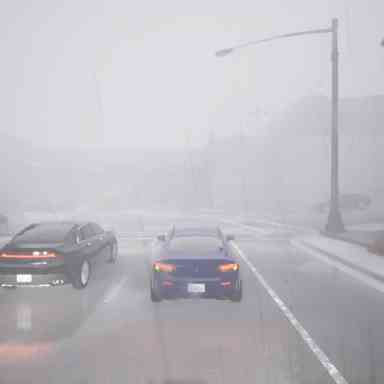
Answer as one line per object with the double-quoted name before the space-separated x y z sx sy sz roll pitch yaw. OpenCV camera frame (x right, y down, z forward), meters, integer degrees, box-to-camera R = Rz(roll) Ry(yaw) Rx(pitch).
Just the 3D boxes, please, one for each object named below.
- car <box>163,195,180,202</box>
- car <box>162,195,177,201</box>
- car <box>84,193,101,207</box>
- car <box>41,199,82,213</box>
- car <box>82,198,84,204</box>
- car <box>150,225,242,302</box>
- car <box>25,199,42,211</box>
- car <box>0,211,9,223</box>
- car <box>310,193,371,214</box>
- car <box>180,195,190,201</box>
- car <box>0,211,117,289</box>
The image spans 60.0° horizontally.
"car" -4.566 1.355 75.360 2.097 1.767 4.553 0 0 6
"car" -5.726 1.552 85.211 1.994 1.385 4.181 0 0 24
"car" -14.855 1.222 52.804 2.150 2.045 5.566 0 0 -1
"car" -14.456 1.547 37.209 2.033 1.411 5.357 0 0 -3
"car" -18.462 1.601 58.623 1.895 1.301 4.718 0 0 -1
"car" 0.096 1.526 8.154 1.812 1.442 4.674 0 0 0
"car" -18.064 1.547 40.042 2.033 1.411 5.357 0 0 -2
"car" -10.594 1.506 15.761 1.837 1.490 4.892 1 0 -1
"car" 12.560 0.891 28.306 4.892 1.490 1.837 -7 0 0
"car" -2.043 1.524 84.991 1.812 1.442 4.674 0 0 24
"car" -3.393 1.505 9.169 1.837 1.490 4.892 0 0 0
